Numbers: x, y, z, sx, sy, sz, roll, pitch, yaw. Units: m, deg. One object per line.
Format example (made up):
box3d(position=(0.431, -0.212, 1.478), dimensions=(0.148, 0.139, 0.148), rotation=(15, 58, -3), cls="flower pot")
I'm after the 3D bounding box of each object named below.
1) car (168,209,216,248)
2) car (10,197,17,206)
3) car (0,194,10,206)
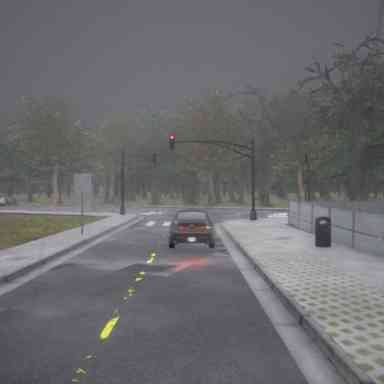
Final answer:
box3d(position=(0.000, 1.508, 14.736), dimensions=(1.837, 1.490, 4.892), rotation=(0, 0, 0), cls="car")
box3d(position=(-31.982, 1.554, 56.551), dimensions=(4.902, 1.511, 2.128), rotation=(0, 0, 24), cls="car")
box3d(position=(-32.417, 1.274, 53.191), dimensions=(5.566, 2.045, 2.150), rotation=(0, 0, 24), cls="car")
